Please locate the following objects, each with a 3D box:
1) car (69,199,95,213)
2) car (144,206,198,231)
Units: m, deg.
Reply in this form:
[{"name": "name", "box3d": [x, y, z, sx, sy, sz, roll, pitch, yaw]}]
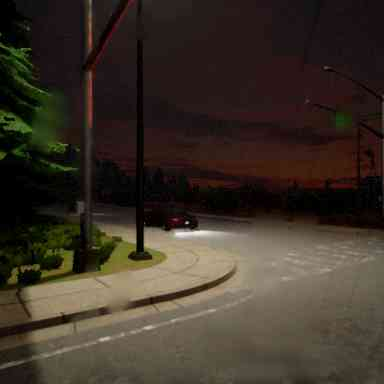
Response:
[{"name": "car", "box3d": [-12.110, 1.528, 36.420, 1.837, 1.490, 4.892, 0, 0, -34]}, {"name": "car", "box3d": [-1.405, 1.587, 20.710, 1.994, 1.385, 4.181, 0, 0, -34]}]
